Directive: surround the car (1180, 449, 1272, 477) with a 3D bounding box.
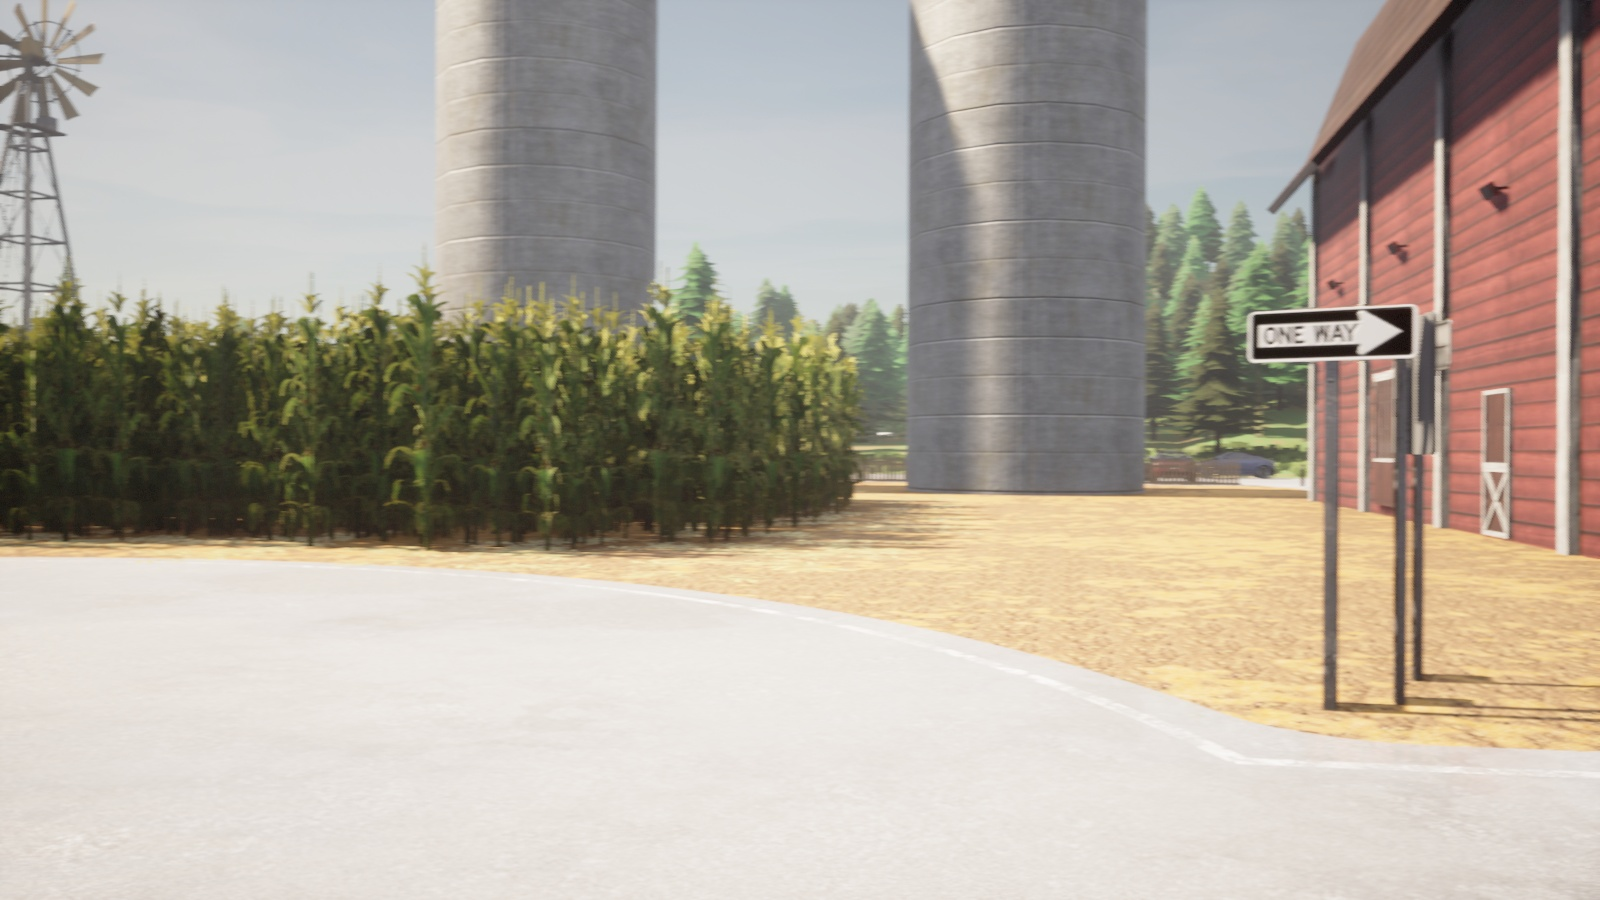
[{"bbox_3d":[21.549,0.666,63.664,4.181,1.385,1.994,0,0,12],"label":"car"}]
